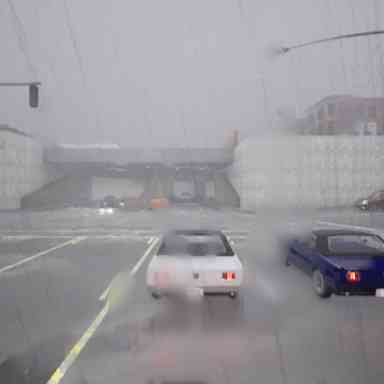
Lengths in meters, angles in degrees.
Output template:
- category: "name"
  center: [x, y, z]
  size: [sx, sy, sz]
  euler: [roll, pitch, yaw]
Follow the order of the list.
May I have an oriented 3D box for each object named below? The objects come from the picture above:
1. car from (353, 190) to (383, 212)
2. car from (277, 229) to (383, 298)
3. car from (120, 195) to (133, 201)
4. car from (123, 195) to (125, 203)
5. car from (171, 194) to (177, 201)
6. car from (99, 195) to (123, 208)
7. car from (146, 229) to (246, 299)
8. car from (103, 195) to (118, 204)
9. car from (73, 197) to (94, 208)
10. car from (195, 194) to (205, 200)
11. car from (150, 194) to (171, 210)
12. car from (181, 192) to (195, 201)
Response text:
- category: "car"
  center: [16.275, 0.633, 28.494]
  size: [4.553, 1.767, 2.097]
  euler: [-7, 0, 0]
- category: "car"
  center: [3.578, 1.579, 8.390]
  size: [1.895, 1.301, 4.718]
  euler: [0, 0, 0]
- category: "car"
  center: [-15.180, 1.327, 77.212]
  size: [1.812, 1.442, 4.674]
  euler: [0, 0, 6]
- category: "car"
  center: [-11.660, 1.392, 60.772]
  size: [2.033, 1.411, 5.357]
  euler: [0, 0, -1]
- category: "car"
  center: [-4.663, 1.280, 76.599]
  size: [1.882, 1.535, 5.008]
  euler: [0, 0, 9]
- category: "car"
  center: [-11.317, 1.375, 45.622]
  size: [2.128, 1.511, 4.902]
  euler: [0, 0, -1]
- category: "car"
  center: [0.078, 1.579, 8.379]
  size: [1.895, 1.301, 4.718]
  euler: [0, 0, 0]
- category: "car"
  center: [-15.183, 1.366, 62.212]
  size: [1.812, 1.442, 4.674]
  euler: [0, 0, -1]
- category: "car"
  center: [-14.820, 1.408, 45.752]
  size: [1.812, 1.442, 4.674]
  euler: [0, 0, -1]
- category: "car"
  center: [1.425, 1.318, 85.539]
  size: [2.033, 1.411, 5.357]
  euler: [0, 0, 28]
- category: "car"
  center: [-3.976, 1.247, 41.158]
  size: [2.097, 1.767, 4.553]
  euler: [0, 0, -2]
- category: "car"
  center: [-1.272, 1.031, 75.471]
  size: [2.150, 2.045, 5.566]
  euler: [0, 0, 6]
